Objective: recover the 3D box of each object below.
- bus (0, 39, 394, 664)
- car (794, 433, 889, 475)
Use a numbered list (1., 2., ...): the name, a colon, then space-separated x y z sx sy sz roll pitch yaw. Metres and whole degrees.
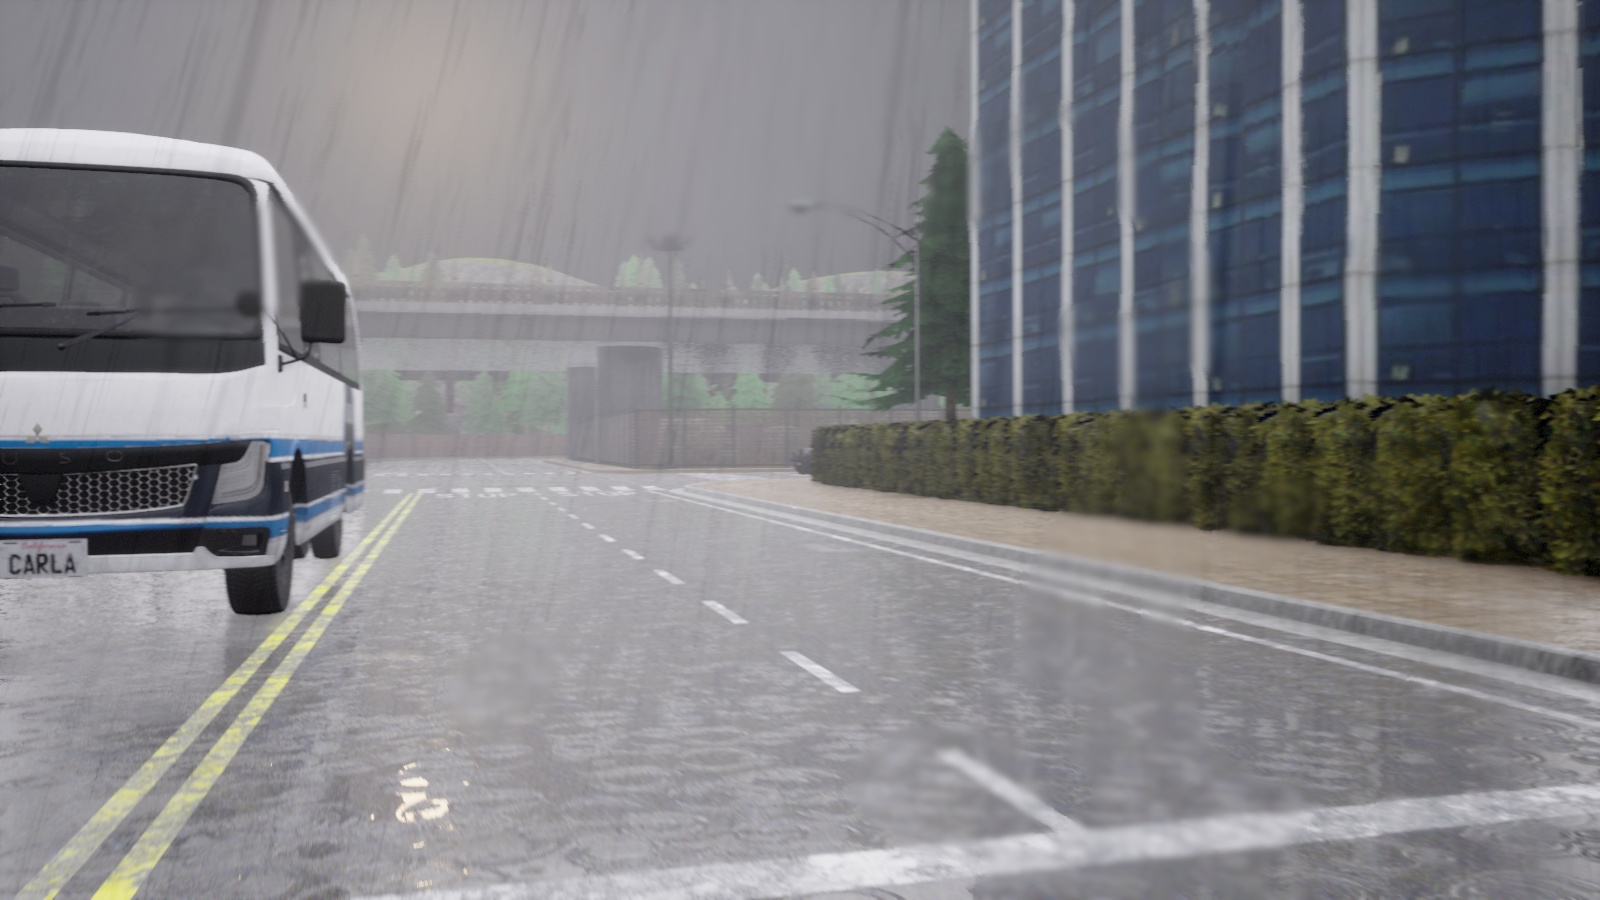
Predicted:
1. bus: -6.723 -0.696 13.527 3.944 4.253 10.273 0 0 -15
2. car: 1.867 0.163 56.443 3.866 1.878 1.905 0 0 -15
